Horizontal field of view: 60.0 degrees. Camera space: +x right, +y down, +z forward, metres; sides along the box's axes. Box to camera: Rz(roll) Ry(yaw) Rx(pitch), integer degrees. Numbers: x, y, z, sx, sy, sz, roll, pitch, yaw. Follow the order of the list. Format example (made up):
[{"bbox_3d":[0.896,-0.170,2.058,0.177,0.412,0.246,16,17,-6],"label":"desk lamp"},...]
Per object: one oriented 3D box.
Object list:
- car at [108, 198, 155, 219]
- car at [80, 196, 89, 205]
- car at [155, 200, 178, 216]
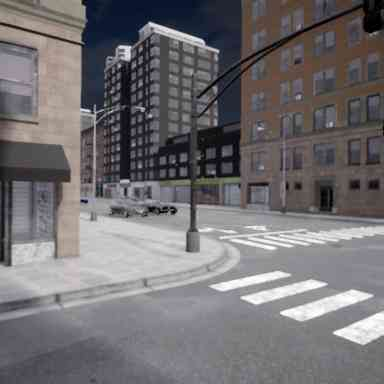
[{"bbox_3d":[-5.198,1.270,26.871,1.837,1.490,4.892,1,0,-35],"label":"car"},{"bbox_3d":[-16.829,1.197,49.214,1.895,1.301,4.718,1,0,-35],"label":"car"},{"bbox_3d":[-3.169,1.388,29.633,1.895,1.301,4.718,1,0,-35],"label":"car"}]
